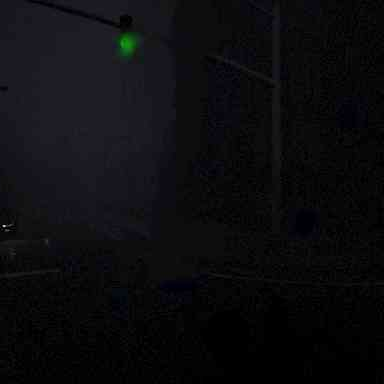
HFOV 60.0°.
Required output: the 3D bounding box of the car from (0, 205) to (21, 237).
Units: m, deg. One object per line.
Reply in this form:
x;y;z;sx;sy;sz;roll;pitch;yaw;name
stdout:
-10.048;1.471;17.225;1.837;1.490;4.892;0;0;-25;car
